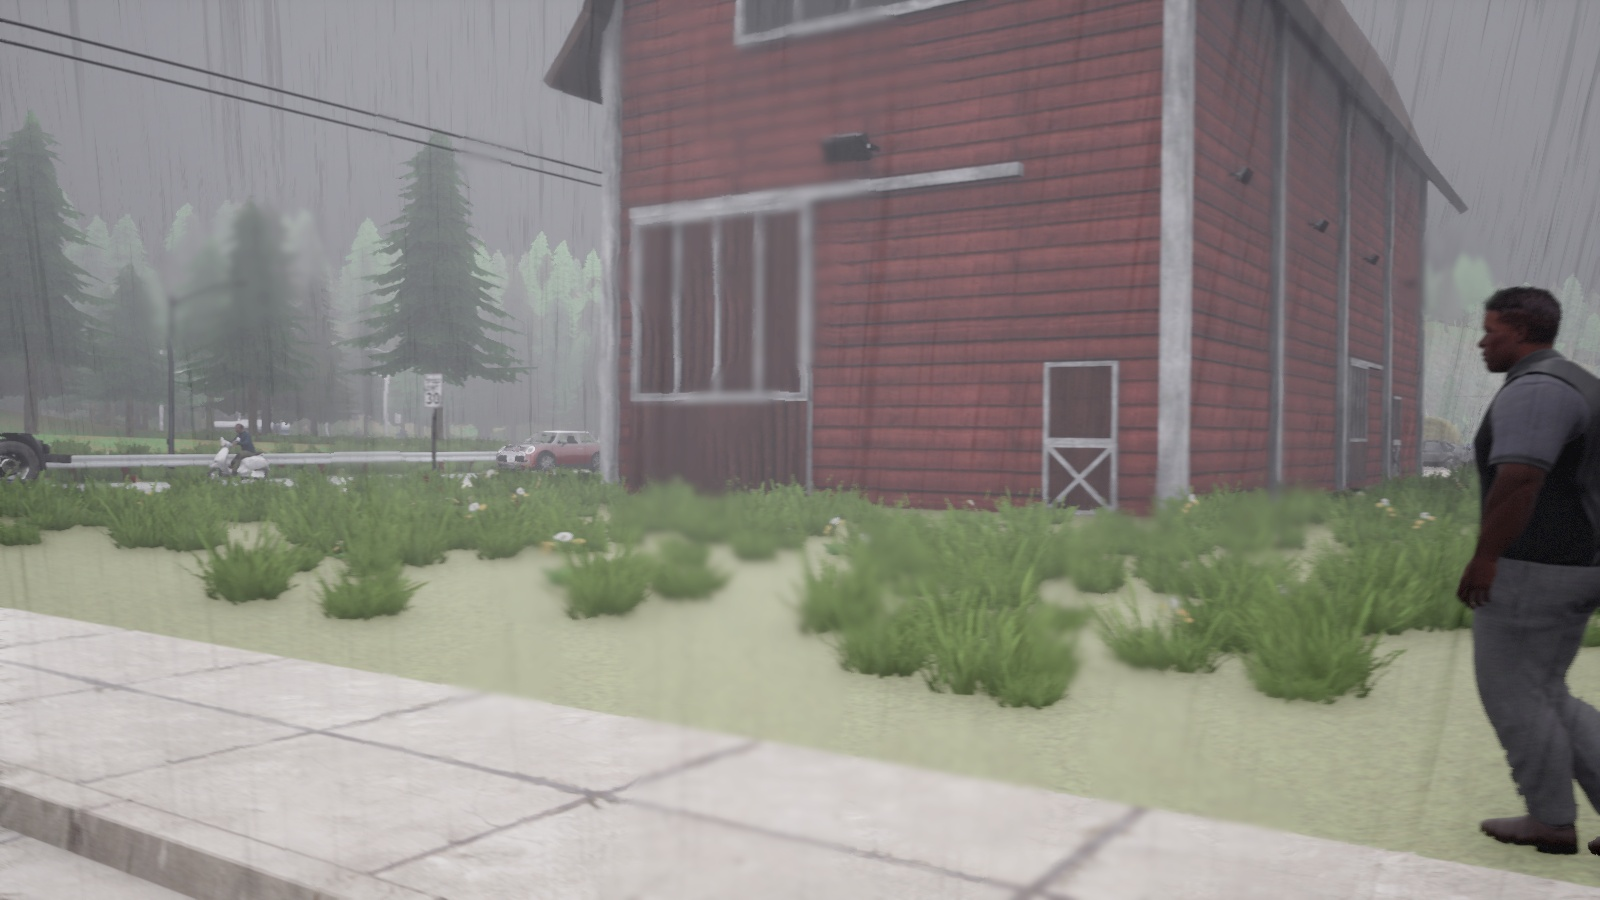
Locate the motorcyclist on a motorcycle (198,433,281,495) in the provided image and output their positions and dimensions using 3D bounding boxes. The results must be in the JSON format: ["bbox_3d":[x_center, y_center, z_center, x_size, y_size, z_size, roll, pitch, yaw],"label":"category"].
[{"bbox_3d":[-14.917,0.364,33.437,0.866,1.590,1.817,0,1,35],"label":"motorcyclist on a motorcycle"}]

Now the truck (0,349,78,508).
[{"bbox_3d":[-19.934,-0.426,26.170,2.891,3.462,7.936,0,1,35],"label":"truck"}]

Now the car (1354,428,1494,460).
[{"bbox_3d":[27.962,-0.274,56.347,5.357,1.411,2.033,0,1,34],"label":"car"}]

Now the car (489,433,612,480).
[{"bbox_3d":[-8.460,0.189,42.793,1.970,1.475,3.806,0,1,35],"label":"car"}]

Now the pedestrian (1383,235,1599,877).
[{"bbox_3d":[2.411,0.308,4.007,0.563,1.883,0.849,-1,1,-44],"label":"pedestrian"}]
